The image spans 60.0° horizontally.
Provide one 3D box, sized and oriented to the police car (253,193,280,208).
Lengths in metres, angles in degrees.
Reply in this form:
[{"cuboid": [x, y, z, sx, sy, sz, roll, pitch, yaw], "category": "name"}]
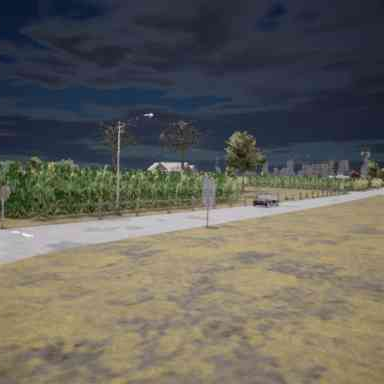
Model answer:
[{"cuboid": [9.161, 0.974, 40.947, 1.930, 1.638, 5.238, 3, 2, 36], "category": "police car"}]
